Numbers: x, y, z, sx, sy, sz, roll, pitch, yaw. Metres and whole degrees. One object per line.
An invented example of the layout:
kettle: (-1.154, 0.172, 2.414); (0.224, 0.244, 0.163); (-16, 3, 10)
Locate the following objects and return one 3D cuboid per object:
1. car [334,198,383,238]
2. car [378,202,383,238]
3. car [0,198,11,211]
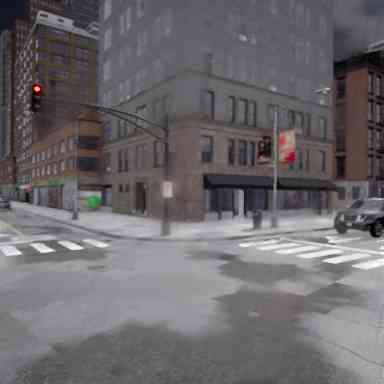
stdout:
car: (10.458, 1.366, 19.104); (5.566, 2.045, 2.150); (0, 0, -37)
car: (10.917, 1.483, 15.401); (4.553, 1.767, 2.097); (0, 0, -36)
car: (-23.022, 1.449, 40.000); (2.128, 1.511, 4.902); (1, 0, -36)
